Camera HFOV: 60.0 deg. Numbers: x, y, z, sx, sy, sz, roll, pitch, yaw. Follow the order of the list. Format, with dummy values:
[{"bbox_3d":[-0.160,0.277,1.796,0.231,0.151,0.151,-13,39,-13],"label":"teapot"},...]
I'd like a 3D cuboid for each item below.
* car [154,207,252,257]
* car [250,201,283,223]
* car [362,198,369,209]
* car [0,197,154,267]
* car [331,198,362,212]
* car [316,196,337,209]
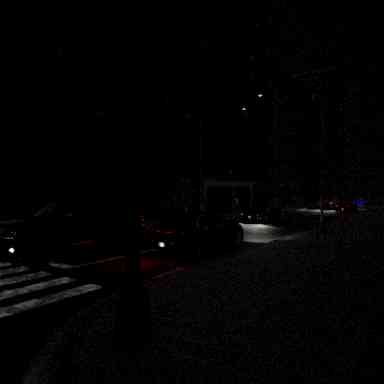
[{"bbox_3d":[0.365,1.509,13.142,1.837,1.490,4.892,0,0,35],"label":"car"},{"bbox_3d":[5.423,1.492,25.471,1.837,1.490,4.892,0,1,35],"label":"car"},{"bbox_3d":[23.586,1.535,46.749,1.812,1.442,4.674,0,0,35],"label":"car"},{"bbox_3d":[-4.226,1.212,11.983,2.150,2.045,5.566,0,0,40],"label":"car"},{"bbox_3d":[17.838,1.604,38.351,1.895,1.301,4.718,0,0,35],"label":"car"},{"bbox_3d":[17.676,1.341,43.053,2.097,1.767,4.553,0,0,35],"label":"car"}]
